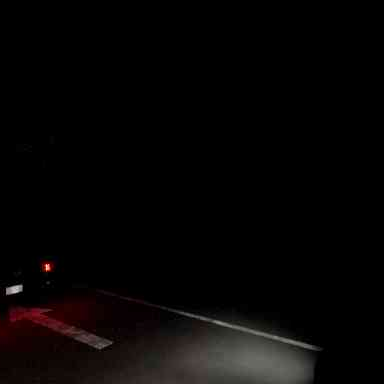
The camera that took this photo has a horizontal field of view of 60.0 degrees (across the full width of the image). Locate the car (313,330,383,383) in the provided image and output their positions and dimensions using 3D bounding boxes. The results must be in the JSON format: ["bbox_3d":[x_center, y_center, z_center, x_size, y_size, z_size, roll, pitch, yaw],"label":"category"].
[{"bbox_3d":[3.061,1.526,1.733,4.674,1.442,1.812,0,0,36],"label":"car"}]

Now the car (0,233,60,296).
[{"bbox_3d":[-5.231,1.601,7.732,4.718,1.301,1.895,0,0,36],"label":"car"}]
